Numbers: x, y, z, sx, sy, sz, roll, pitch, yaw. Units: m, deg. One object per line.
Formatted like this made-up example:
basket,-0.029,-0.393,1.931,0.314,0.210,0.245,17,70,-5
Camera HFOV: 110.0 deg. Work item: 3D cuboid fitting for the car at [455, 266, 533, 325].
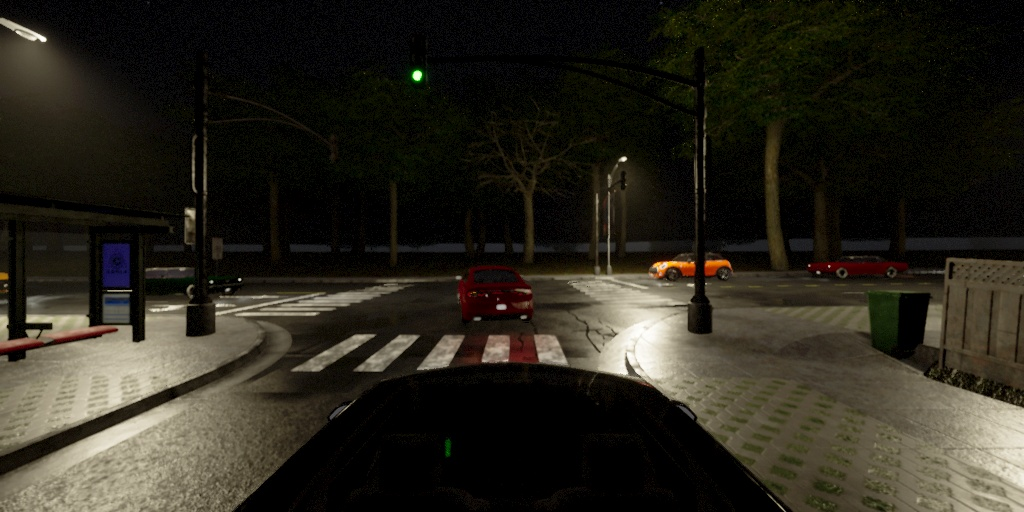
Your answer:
car,-0.693,1.038,11.187,1.882,1.535,5.008,0,1,-10

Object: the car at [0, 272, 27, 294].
car,-24.525,1.008,15.693,5.008,1.535,1.882,0,0,0

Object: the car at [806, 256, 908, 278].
car,21.054,0.655,22.072,4.718,1.301,1.895,-1,0,0

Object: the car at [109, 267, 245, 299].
car,-14.491,1.152,15.619,4.718,1.301,1.895,0,0,3

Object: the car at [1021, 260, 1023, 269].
car,34.226,0.346,21.962,4.674,1.442,1.812,-1,0,1

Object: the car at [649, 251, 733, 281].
car,10.901,0.592,22.142,4.553,1.767,2.097,-1,0,0
